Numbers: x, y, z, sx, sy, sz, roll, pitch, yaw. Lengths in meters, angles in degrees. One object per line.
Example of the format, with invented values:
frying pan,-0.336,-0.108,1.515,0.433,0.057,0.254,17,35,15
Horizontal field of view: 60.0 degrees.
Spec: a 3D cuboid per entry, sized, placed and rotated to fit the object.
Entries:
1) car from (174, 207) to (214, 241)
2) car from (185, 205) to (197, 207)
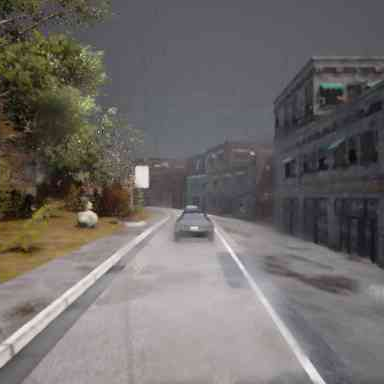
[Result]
car,0.098,1.678,17.371,1.994,1.385,4.181,0,-1,0
car,-0.111,2.202,38.366,1.812,1.442,4.674,0,-1,-3
